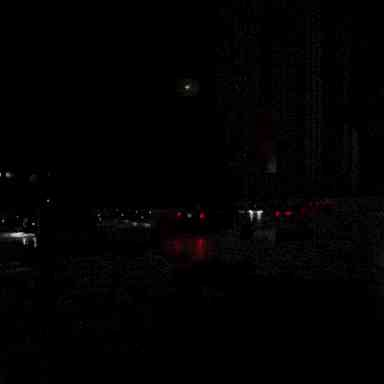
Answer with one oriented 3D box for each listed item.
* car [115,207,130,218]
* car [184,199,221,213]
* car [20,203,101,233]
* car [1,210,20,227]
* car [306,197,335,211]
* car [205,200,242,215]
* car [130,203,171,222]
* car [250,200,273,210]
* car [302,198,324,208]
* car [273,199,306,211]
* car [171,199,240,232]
[{"bbox_3d":[-4.543,1.615,29.664,1.895,1.301,4.718,0,0,36],"label":"car"},{"bbox_3d":[1.265,1.554,37.746,1.812,1.442,4.674,0,0,36],"label":"car"},{"bbox_3d":[-7.554,1.572,19.899,1.994,1.385,4.181,0,0,36],"label":"car"},{"bbox_3d":[-9.947,1.494,22.141,2.128,1.511,4.902,0,0,36],"label":"car"},{"bbox_3d":[16.364,1.416,41.782,2.097,1.767,4.553,0,0,36],"label":"car"},{"bbox_3d":[3.392,1.597,35.126,1.994,1.385,4.181,0,0,36],"label":"car"},{"bbox_3d":[-2.458,1.620,26.998,1.895,1.301,4.718,0,0,36],"label":"car"},{"bbox_3d":[9.261,1.539,43.240,2.128,1.511,4.902,0,0,36],"label":"car"},{"bbox_3d":[18.254,1.595,50.097,1.812,1.442,4.674,0,0,36],"label":"car"},{"bbox_3d":[12.269,1.580,41.681,1.812,1.442,4.674,0,0,36],"label":"car"},{"bbox_3d":[1.102,1.379,20.467,2.097,1.767,4.553,0,0,36],"label":"car"}]
